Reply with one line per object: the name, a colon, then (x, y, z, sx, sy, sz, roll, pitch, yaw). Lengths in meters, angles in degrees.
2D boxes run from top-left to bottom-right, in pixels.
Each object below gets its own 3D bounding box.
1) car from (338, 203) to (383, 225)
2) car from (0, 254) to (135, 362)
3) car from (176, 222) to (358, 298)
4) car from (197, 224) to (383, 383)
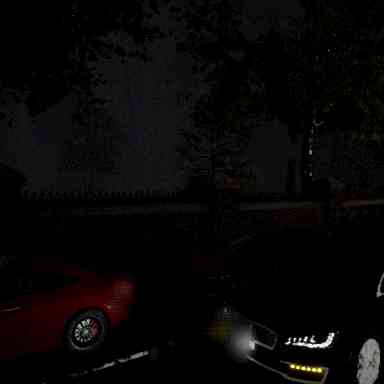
car: (6.309, 1.325, 11.097, 5.009, 1.841, 2.192, 0, 0, -36)
car: (-2.843, 1.582, 4.532, 4.206, 1.307, 1.802, 0, 0, -36)
car: (1.732, 1.550, 7.814, 4.507, 1.381, 1.887, 0, 0, -36)
car: (2.630, 1.509, 5.269, 4.892, 1.490, 1.837, 0, 0, -36)
